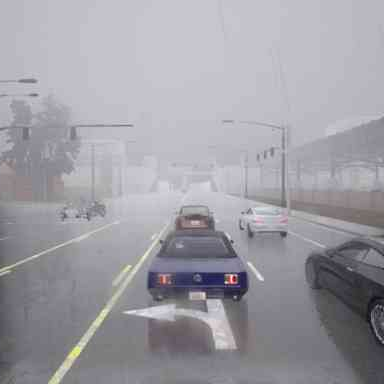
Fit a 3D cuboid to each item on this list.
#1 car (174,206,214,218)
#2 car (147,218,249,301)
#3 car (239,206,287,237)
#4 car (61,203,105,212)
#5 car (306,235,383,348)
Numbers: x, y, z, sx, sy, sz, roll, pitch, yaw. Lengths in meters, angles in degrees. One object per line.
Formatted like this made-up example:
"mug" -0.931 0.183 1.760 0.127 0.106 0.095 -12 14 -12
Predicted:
"car" 0.127 1.436 17.504 2.163 1.488 4.792 0 0 0
"car" 0.113 1.584 8.241 1.895 1.301 4.718 0 0 0
"car" 3.630 1.462 17.400 1.812 1.442 4.674 0 0 0
"car" -6.967 1.045 21.658 2.128 1.511 4.902 0 1 0
"car" 3.619 1.517 6.053 1.812 1.442 4.674 0 0 0
